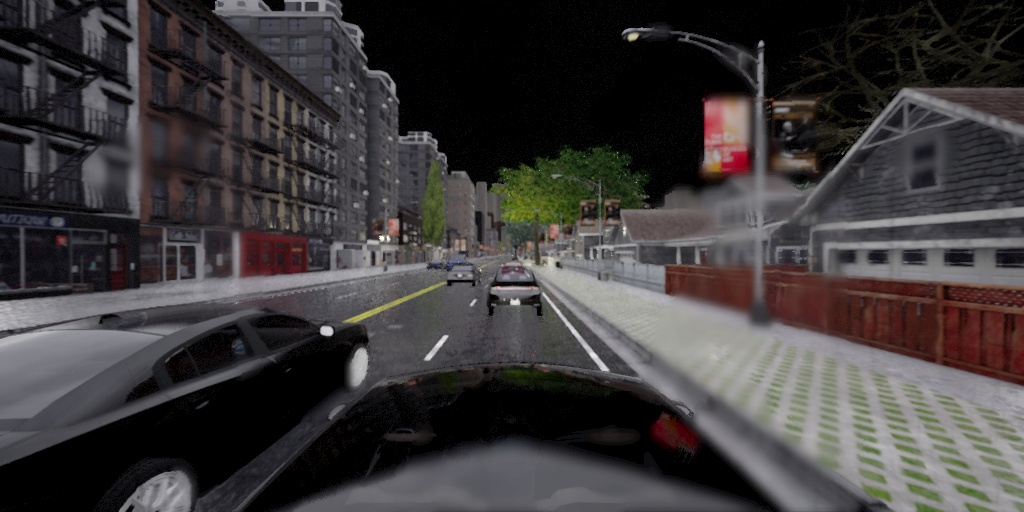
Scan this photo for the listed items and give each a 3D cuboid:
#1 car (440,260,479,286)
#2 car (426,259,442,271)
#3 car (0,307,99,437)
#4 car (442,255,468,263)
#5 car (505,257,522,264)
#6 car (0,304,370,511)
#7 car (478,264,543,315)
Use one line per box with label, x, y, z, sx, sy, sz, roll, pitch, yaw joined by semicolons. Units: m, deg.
car;-3.149;1.235;24.191;2.033;1.411;5.357;0;0;0
car;-9.830;1.160;47.262;2.033;1.411;5.357;0;0;0
car;-6.601;1.349;2.550;1.895;1.301;4.718;0;0;0
car;-6.591;0.844;43.610;2.150;2.045;5.566;0;1;0
car;0.101;1.146;30.848;1.882;1.535;5.008;0;0;0
car;-3.153;1.223;3.639;1.882;1.535;5.008;0;0;0
car;0.100;1.210;13.432;2.128;1.511;4.902;0;0;0
